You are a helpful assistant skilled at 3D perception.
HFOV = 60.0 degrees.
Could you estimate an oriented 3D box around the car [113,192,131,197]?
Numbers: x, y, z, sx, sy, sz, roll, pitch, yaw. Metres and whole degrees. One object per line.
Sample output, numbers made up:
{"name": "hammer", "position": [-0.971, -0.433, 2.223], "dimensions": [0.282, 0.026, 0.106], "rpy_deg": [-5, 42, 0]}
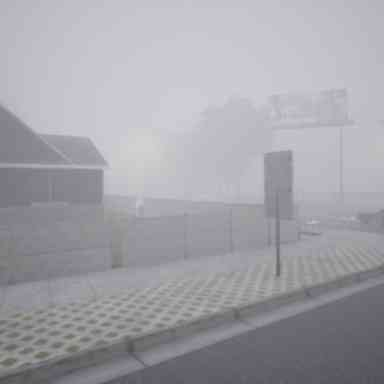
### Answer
{"name": "car", "position": [-10.623, 0.660, 49.857], "dimensions": [1.994, 1.385, 4.181], "rpy_deg": [-1, 2, -31]}

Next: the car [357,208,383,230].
{"name": "car", "position": [11.113, 1.354, 16.790], "dimensions": [1.895, 1.301, 4.718], "rpy_deg": [-1, 2, -36]}

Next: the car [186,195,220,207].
{"name": "car", "position": [1.042, 1.020, 31.248], "dimensions": [1.812, 1.442, 4.674], "rpy_deg": [-1, 2, -34]}
